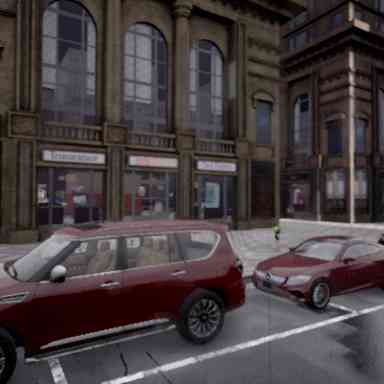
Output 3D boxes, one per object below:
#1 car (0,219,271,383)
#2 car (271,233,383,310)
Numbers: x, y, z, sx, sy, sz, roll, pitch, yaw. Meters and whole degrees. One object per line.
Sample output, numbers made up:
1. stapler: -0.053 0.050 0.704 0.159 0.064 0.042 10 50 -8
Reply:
1. car: -1.444 1.415 5.246 5.009 1.841 2.192 1 -1 -30
2. car: 3.394 1.740 8.062 4.206 1.307 1.802 1 -1 -30
